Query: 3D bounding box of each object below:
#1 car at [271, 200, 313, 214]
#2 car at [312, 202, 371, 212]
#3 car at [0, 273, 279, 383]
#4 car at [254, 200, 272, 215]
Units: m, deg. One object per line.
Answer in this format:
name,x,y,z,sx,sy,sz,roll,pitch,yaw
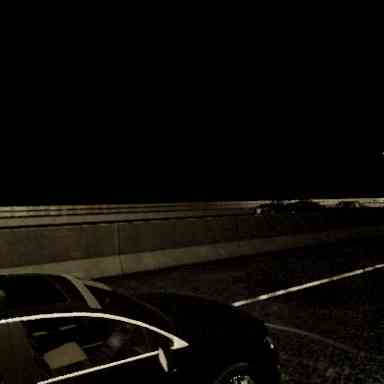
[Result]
car,9.223,1.470,27.754,5.008,1.535,1.882,0,0,-35
car,11.710,1.484,25.230,4.902,1.511,2.128,0,0,-35
car,-1.331,1.505,2.797,4.892,1.490,1.837,0,0,-35
car,7.958,1.484,31.151,4.902,1.511,2.128,0,0,-35
